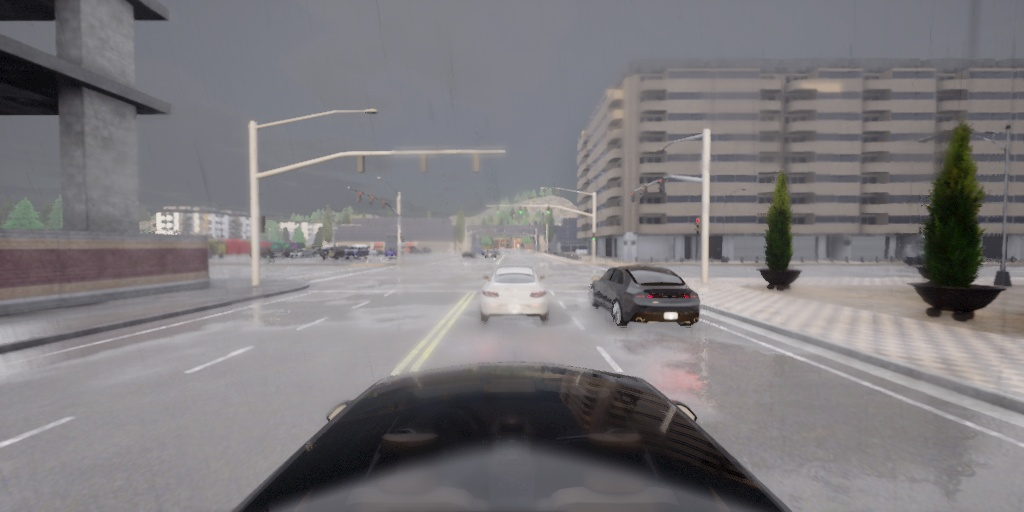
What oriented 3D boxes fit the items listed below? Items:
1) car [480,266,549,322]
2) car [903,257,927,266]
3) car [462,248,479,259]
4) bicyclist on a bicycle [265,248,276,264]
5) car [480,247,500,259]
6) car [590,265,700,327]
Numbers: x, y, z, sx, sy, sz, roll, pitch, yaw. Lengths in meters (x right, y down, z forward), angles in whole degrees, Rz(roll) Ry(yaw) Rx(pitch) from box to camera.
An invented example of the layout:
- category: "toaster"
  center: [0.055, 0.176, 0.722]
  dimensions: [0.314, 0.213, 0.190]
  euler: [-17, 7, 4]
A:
- category: "car"
  center: [0.073, 1.020, 10.904]
  dimensions: [1.812, 1.442, 4.674]
  euler: [0, 2, 0]
- category: "car"
  center: [40.540, 0.395, 34.169]
  dimensions: [4.718, 1.301, 1.895]
  euler: [0, 2, 1]
- category: "car"
  center: [-7.037, -0.243, 59.179]
  dimensions: [1.895, 1.301, 4.718]
  euler: [0, 2, 1]
- category: "bicyclist on a bicycle"
  center: [-25.328, 0.001, 37.642]
  dimensions: [0.582, 1.620, 1.656]
  euler: [0, 2, 0]
- category: "car"
  center: [-3.539, -0.360, 59.457]
  dimensions: [2.128, 1.511, 4.902]
  euler: [0, 2, 1]
- category: "car"
  center: [3.574, 1.013, 10.455]
  dimensions: [1.837, 1.490, 4.892]
  euler: [0, 2, 0]
